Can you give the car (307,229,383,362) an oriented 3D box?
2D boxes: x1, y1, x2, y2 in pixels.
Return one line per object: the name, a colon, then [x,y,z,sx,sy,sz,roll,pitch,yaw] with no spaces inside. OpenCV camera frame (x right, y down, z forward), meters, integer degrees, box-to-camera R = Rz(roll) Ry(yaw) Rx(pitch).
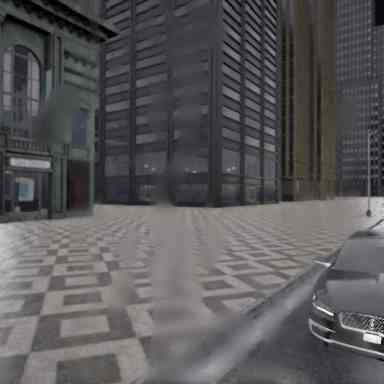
car: [3.533,1.506,5.989,1.837,1.490,4.892,0,0,34]
